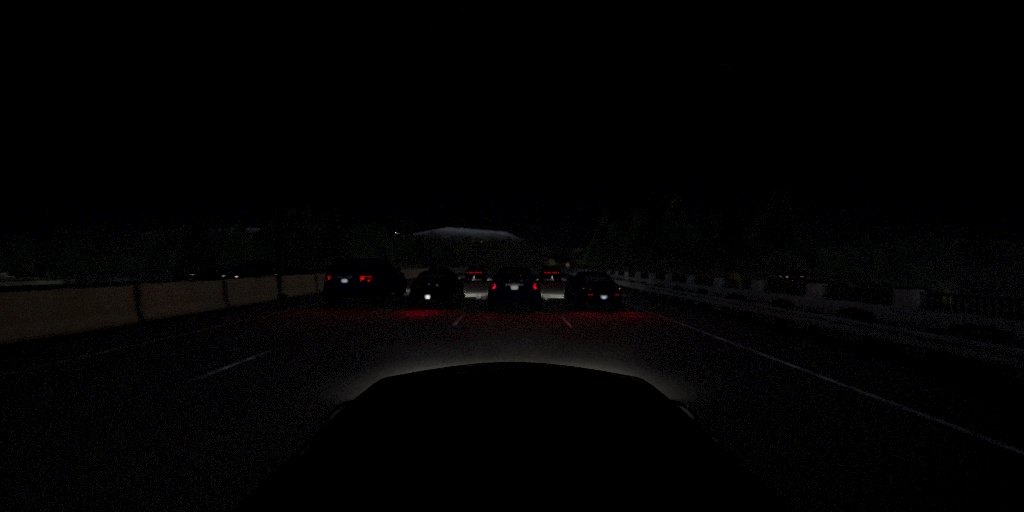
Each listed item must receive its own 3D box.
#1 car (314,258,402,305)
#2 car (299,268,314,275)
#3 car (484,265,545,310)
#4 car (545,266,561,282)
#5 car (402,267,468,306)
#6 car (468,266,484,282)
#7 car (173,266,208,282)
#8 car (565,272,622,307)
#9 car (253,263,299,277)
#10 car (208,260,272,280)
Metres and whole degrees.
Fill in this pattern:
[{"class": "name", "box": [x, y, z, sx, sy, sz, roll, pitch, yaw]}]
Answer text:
[{"class": "car", "box": [-6.902, 1.146, 17.453, 2.150, 2.045, 5.566, 0, -1, 0]}, {"class": "car", "box": [-17.599, 1.692, 33.940, 1.837, 1.490, 4.892, 0, -1, 0]}, {"class": "car", "box": [0.098, 1.257, 15.772, 2.097, 1.767, 4.553, 0, -1, 0]}, {"class": "car", "box": [3.597, 1.705, 34.564, 1.837, 1.490, 4.892, 0, -1, 0]}, {"class": "car", "box": [-3.402, 1.423, 16.896, 1.837, 1.490, 4.892, 0, -1, 0]}, {"class": "car", "box": [-3.404, 1.705, 34.557, 1.837, 1.490, 4.892, 0, -1, 0]}, {"class": "car", "box": [-28.097, 1.642, 32.812, 1.882, 1.535, 5.008, 0, -1, 0]}, {"class": "car", "box": [3.585, 1.437, 16.301, 1.812, 1.442, 4.674, 0, -1, 0]}, {"class": "car", "box": [-21.098, 1.668, 33.396, 2.128, 1.511, 4.902, 0, -1, 0]}, {"class": "car", "box": [-24.599, 1.396, 33.365, 2.150, 2.045, 5.566, 0, -1, 0]}]
